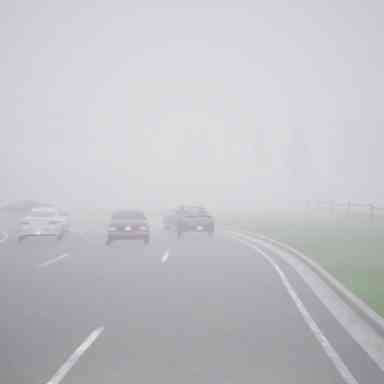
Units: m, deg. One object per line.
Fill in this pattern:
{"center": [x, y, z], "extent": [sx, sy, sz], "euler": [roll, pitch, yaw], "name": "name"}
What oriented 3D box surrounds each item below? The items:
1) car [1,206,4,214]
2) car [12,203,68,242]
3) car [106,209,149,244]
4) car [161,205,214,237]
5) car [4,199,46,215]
{"center": [-18.484, 1.347, 27.171], "extent": [4.892, 1.490, 1.837], "euler": [0, -1, 4], "name": "car"}
{"center": [-7.113, 1.453, 16.082], "extent": [1.812, 1.442, 4.674], "euler": [1, 0, -18], "name": "car"}
{"center": [-3.054, 1.497, 15.641], "extent": [2.033, 1.411, 5.357], "euler": [0, 0, -12], "name": "car"}
{"center": [-0.332, 1.451, 17.731], "extent": [2.128, 1.511, 4.902], "euler": [1, 0, -17], "name": "car"}
{"center": [-15.007, 1.379, 30.371], "extent": [4.674, 1.442, 1.812], "euler": [0, 0, 14], "name": "car"}
